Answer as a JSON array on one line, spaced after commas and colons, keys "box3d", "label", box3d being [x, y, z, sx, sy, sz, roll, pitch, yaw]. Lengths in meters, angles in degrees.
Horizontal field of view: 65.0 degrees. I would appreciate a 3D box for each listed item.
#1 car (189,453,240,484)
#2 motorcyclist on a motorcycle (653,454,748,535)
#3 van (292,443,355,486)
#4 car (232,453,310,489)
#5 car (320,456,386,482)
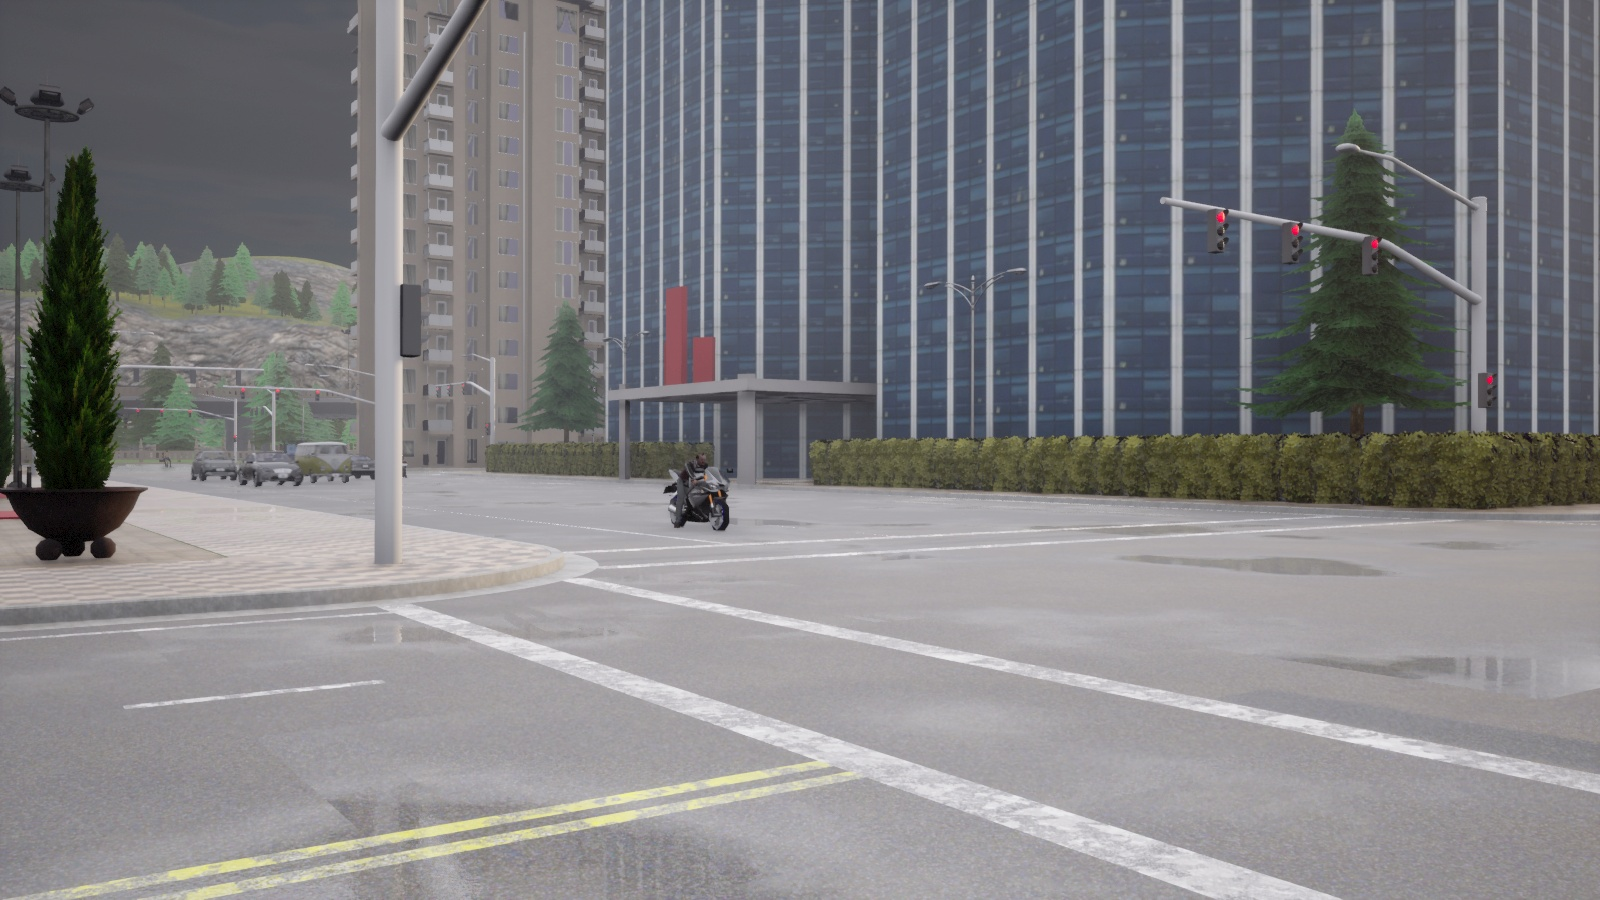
[{"box3d": [-30.215, 0.946, 64.771, 1.789, 1.549, 3.705, 0, 0, -35], "label": "car"}, {"box3d": [-1.993, 0.845, 24.775, 0.866, 1.530, 2.191, 0, 0, -35], "label": "motorcyclist on a motorcycle"}, {"box3d": [-23.055, 0.695, 60.693, 1.775, 1.987, 4.442, 0, 0, -35], "label": "van"}, {"box3d": [-23.056, 0.884, 54.625, 2.128, 1.511, 4.902, 0, 0, -35], "label": "car"}, {"box3d": [-24.587, 1.013, 68.936, 2.033, 1.411, 5.357, 0, 0, -35], "label": "car"}]
